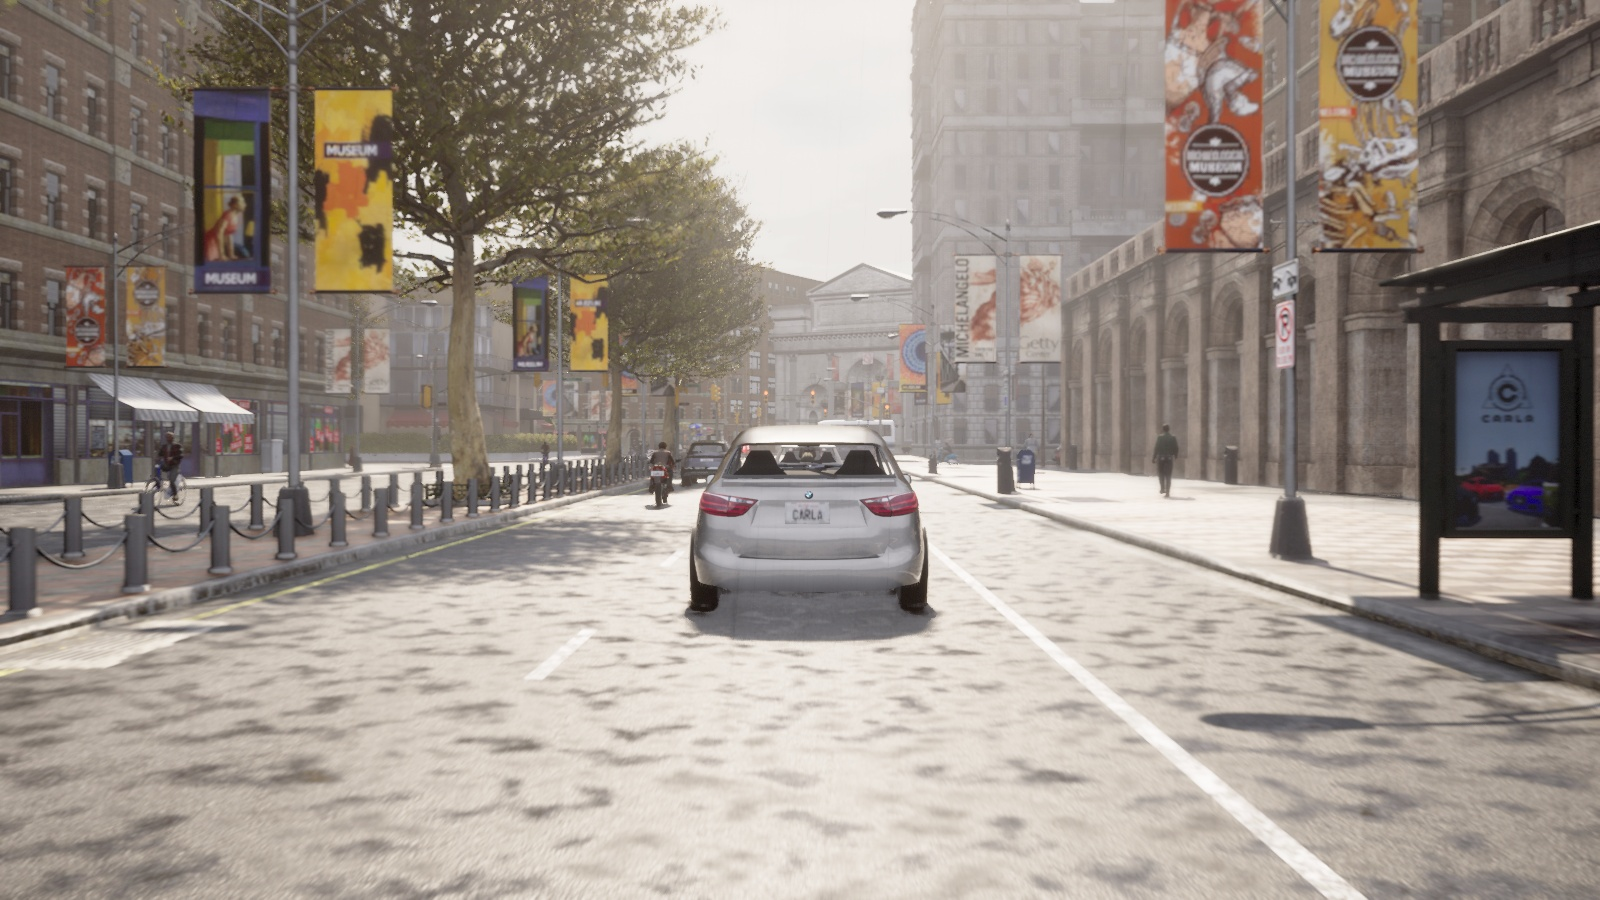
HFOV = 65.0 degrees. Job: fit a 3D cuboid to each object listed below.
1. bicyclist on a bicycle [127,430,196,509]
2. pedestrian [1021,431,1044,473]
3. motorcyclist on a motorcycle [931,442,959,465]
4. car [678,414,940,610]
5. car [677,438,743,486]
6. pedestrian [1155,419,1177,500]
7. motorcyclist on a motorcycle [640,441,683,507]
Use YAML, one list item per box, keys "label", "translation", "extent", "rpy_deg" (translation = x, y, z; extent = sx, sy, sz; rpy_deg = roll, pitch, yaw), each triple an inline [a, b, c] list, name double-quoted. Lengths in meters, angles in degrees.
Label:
- label: "bicyclist on a bicycle"
  translation: [-14.819, 0.441, 29.181]
  extent: [0.659, 1.776, 1.843]
  rpy_deg: [0, 0, 0]
- label: "pedestrian"
  translation: [10.351, 0.096, 55.953]
  extent: [0.874, 1.855, 0.900]
  rpy_deg: [0, 0, 0]
- label: "motorcyclist on a motorcycle"
  translation: [9.970, 0.222, 86.237]
  extent: [1.817, 1.590, 0.866]
  rpy_deg: [0, 0, 0]
- label: "car"
  translation: [0.090, 0.517, 13.030]
  extent: [2.242, 1.667, 4.611]
  rpy_deg: [0, 0, 0]
- label: "car"
  translation: [-3.224, 0.414, 45.799]
  extent: [2.033, 1.649, 4.856]
  rpy_deg: [0, 0, 0]
- label: "pedestrian"
  translation: [8.933, 0.238, 30.650]
  extent: [0.423, 1.949, 0.788]
  rpy_deg: [0, 0, 11]
- label: "motorcyclist on a motorcycle"
  translation: [-3.313, 0.556, 30.171]
  extent: [0.797, 1.523, 2.044]
  rpy_deg: [0, 0, 0]
